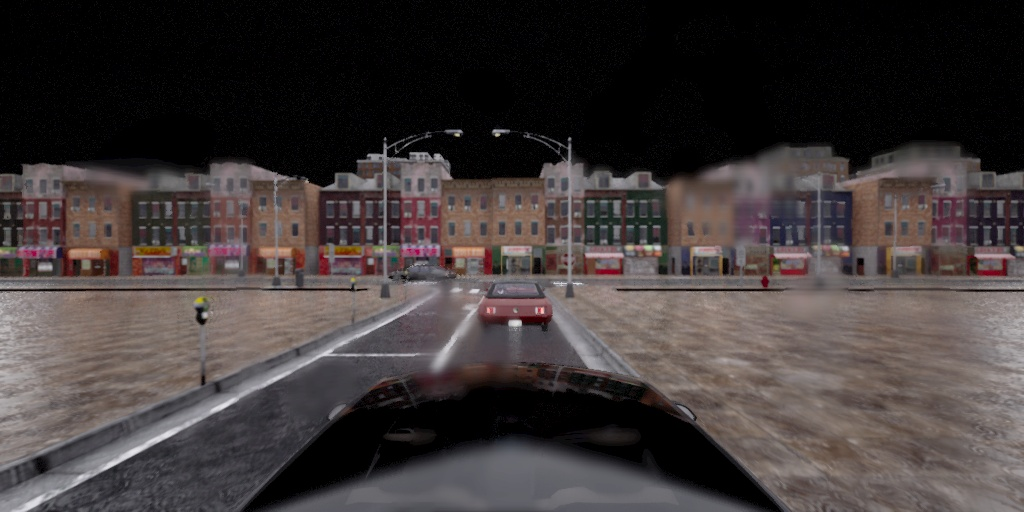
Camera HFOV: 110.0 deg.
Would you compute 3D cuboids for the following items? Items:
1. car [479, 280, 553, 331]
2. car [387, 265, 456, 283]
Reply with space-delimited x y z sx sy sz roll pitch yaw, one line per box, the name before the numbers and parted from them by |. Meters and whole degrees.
car | 0.096 1.403 11.204 1.895 1.301 4.718 0 0 0
car | -7.276 1.424 28.997 5.357 1.411 2.033 0 0 12
